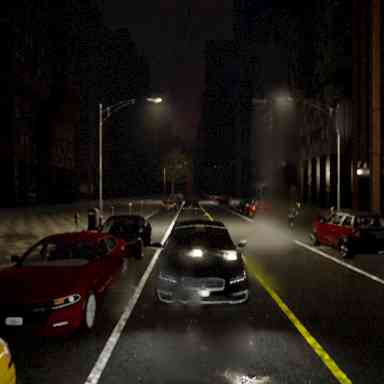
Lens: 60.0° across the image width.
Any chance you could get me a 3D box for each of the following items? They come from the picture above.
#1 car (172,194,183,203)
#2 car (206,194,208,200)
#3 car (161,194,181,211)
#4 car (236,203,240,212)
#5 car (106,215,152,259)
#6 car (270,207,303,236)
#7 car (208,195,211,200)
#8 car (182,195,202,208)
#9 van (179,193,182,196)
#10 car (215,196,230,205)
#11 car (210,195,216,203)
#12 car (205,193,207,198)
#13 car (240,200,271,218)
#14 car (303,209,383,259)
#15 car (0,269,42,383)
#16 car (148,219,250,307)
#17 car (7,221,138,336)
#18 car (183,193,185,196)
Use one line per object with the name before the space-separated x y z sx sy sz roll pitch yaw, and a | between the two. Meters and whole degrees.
car | -3.022 1.310 69.295 2.192 1.841 5.009 0 0 -1
car | 5.352 1.526 86.579 1.752 1.417 4.829 0 0 -1
car | -2.774 1.434 40.908 1.967 1.590 4.097 0 0 -1
car | 5.801 1.562 35.311 1.947 1.339 4.313 0 0 -1
car | -2.525 1.562 12.523 1.947 1.339 4.313 0 0 -1
car | 5.949 1.563 18.280 1.947 1.339 4.313 0 0 -1
car | 5.403 1.581 80.731 1.802 1.307 4.206 0 0 -1
car | -0.064 1.558 47.019 1.994 1.385 4.181 0 0 -1
van | -2.873 1.335 52.263 1.690 1.788 3.998 0 0 -1
car | 5.602 1.579 58.022 1.802 1.307 4.206 0 0 -1
car | 5.503 1.548 69.376 2.008 1.369 4.403 0 0 -1
car | 5.304 1.584 92.086 1.802 1.307 4.206 0 0 -1
car | 5.850 1.437 29.634 1.967 1.590 4.097 0 0 -1
car | 5.999 1.438 12.602 1.967 1.590 4.097 0 0 -1
car | -2.425 1.524 0.999 1.752 1.417 4.829 0 0 -1
car | 0.175 1.502 8.181 1.837 1.490 4.892 0 0 -1
car | -2.476 1.542 6.845 1.887 1.381 4.507 0 0 -1
car | -2.972 1.310 63.618 2.192 1.841 5.009 0 0 -1
